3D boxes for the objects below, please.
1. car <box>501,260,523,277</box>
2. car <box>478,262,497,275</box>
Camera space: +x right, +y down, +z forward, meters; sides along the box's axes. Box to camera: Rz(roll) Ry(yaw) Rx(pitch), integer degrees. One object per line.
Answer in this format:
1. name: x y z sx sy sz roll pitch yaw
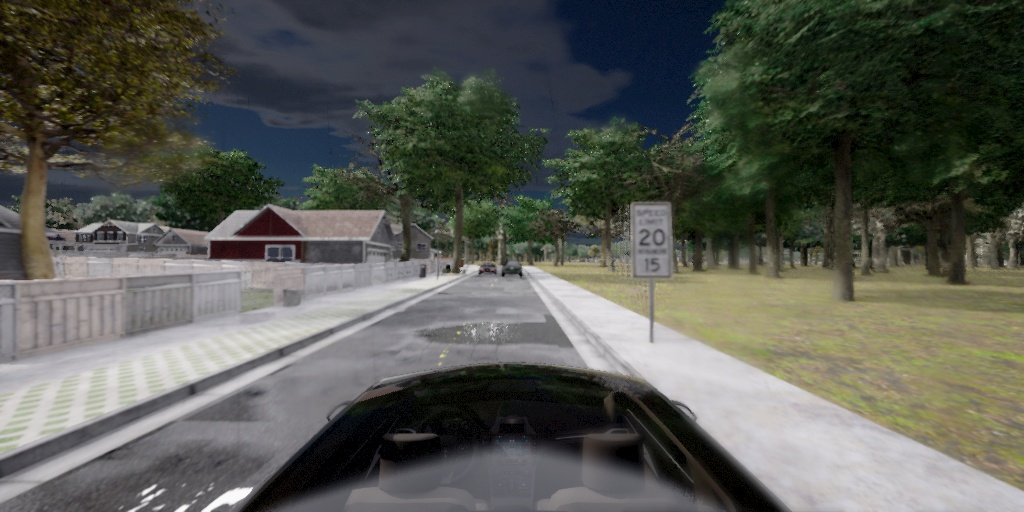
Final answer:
1. car: 0.003 1.175 36.713 2.097 1.767 4.553 0 0 0
2. car: -2.745 1.400 41.327 1.994 1.385 4.181 0 0 0
